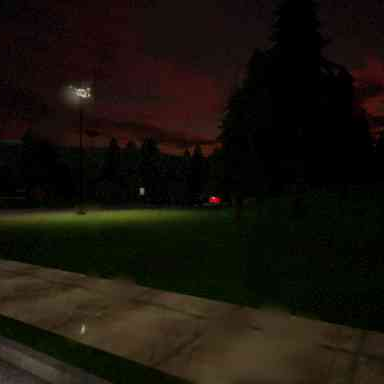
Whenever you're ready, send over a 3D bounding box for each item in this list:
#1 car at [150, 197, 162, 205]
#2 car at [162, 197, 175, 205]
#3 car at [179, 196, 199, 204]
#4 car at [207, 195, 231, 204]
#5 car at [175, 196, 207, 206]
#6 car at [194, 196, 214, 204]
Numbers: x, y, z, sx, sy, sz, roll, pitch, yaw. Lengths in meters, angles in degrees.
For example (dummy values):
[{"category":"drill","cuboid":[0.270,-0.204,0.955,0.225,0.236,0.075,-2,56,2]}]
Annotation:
[{"category":"car","cuboid":[-5.472,1.584,58.519,1.994,1.385,4.181,0,0,34]},{"category":"car","cuboid":[-2.540,1.582,56.608,1.994,1.385,4.181,0,0,34]},{"category":"car","cuboid":[-0.520,1.545,66.243,1.812,1.442,4.674,0,0,33]},{"category":"car","cuboid":[5.364,1.236,62.452,2.150,2.045,5.566,0,0,33]},{"category":"car","cuboid":[-0.097,1.507,53.960,2.128,1.511,4.902,0,0,34]},{"category":"car","cuboid":[2.414,1.543,64.335,1.812,1.442,4.674,0,0,33]}]
